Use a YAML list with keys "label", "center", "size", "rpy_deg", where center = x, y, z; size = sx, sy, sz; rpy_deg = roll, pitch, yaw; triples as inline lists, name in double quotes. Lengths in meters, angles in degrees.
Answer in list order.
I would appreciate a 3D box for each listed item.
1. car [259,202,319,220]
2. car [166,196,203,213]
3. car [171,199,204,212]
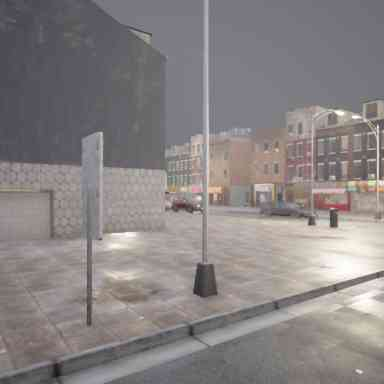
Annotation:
- label: "car"
  center: [8.362, 1.611, 29.301]
  size: [2.033, 1.411, 5.357]
  rpy_deg: [0, 0, -35]
- label: "car"
  center: [-0.400, 1.411, 37.223]
  size: [2.192, 1.841, 5.009]
  rpy_deg: [0, 0, -35]
- label: "car"
  center: [-0.604, 1.645, 41.907]
  size: [1.812, 1.442, 4.674]
  rpy_deg: [0, -1, -35]
